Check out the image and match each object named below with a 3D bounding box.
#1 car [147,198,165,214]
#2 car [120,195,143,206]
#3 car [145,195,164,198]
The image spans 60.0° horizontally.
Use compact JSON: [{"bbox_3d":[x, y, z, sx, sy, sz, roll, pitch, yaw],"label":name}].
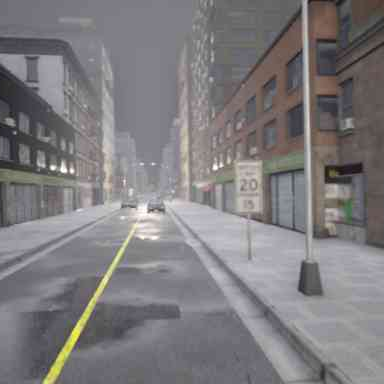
[{"bbox_3d":[-3.824,1.589,35.429,1.895,1.301,4.718,-1,0,-6],"label":"car"},{"bbox_3d":[-6.780,1.234,36.522,2.033,1.411,5.357,-1,0,-6],"label":"car"},{"bbox_3d":[-5.140,1.547,46.769,2.033,1.411,5.357,-1,0,-6],"label":"car"}]
